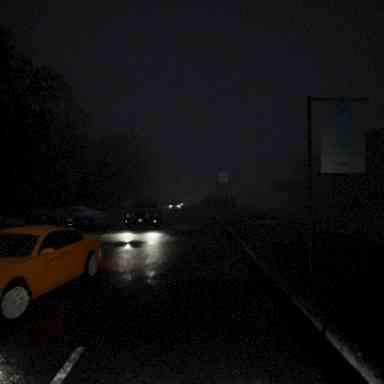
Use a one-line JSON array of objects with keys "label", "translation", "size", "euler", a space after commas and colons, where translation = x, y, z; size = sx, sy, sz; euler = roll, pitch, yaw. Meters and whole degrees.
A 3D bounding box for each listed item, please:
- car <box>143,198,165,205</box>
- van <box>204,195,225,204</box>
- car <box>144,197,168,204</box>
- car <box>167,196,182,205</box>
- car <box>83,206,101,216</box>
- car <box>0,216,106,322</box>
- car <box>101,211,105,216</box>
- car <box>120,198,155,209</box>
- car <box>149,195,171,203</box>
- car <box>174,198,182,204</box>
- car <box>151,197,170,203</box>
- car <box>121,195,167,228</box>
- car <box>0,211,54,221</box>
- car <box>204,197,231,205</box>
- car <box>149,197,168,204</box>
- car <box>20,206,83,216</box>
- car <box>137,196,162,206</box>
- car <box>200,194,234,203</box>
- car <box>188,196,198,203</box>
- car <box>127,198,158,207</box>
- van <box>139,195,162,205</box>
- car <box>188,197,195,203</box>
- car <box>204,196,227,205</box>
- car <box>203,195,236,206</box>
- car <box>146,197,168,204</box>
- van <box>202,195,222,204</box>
[{"label": "car", "translation": [-8.416, 2.019, 73.717], "size": [4.674, 1.452, 2.002], "euler": [-1, -1, 0]}, {"label": "van", "translation": [4.780, 1.568, 71.036], "size": [4.442, 1.987, 1.878], "euler": [-1, -1, 0]}, {"label": "car", "translation": [-8.240, 2.010, 76.503], "size": [5.366, 1.575, 1.946], "euler": [-1, -1, 0]}, {"label": "car", "translation": [-3.341, 1.684, 64.837], "size": [2.097, 1.767, 4.553], "euler": [-1, -1, 0]}, {"label": "car", "translation": [-8.367, 1.649, 19.809], "size": [5.008, 1.535, 2.097], "euler": [-1, 0, 0]}, {"label": "car", "translation": [-3.818, 1.547, 7.706], "size": [1.882, 1.535, 5.008], "euler": [0, -1, 8]}, {"label": "car", "translation": [-8.361, 1.699, 22.958], "size": [4.674, 1.452, 2.002], "euler": [-1, 0, 0]}, {"label": "car", "translation": [-8.381, 1.755, 51.443], "size": [5.008, 1.535, 2.097], "euler": [-1, 0, 0]}, {"label": "car", "translation": [-8.431, 1.907, 87.645], "size": [5.566, 2.045, 2.435], "euler": [-1, -1, 0]}, {"label": "car", "translation": [-3.352, 2.110, 81.006], "size": [1.895, 1.301, 4.718], "euler": [-1, -1, 0]}, {"label": "car", "translation": [-8.459, 2.199, 90.428], "size": [5.008, 1.535, 2.097], "euler": [-1, -1, 0]}, {"label": "car", "translation": [-3.282, 1.452, 23.834], "size": [2.150, 2.045, 5.566], "euler": [-1, 0, 0]}, {"label": "car", "translation": [-8.352, 1.669, 13.260], "size": [4.674, 1.452, 2.002], "euler": [-1, 0, 0]}, {"label": "car", "translation": [4.675, 1.696, 62.624], "size": [4.892, 1.521, 2.231], "euler": [-1, -1, 0]}, {"label": "car", "translation": [-8.477, 2.152, 84.858], "size": [4.792, 1.488, 2.163], "euler": [-1, -1, 0]}, {"label": "car", "translation": [-8.353, 1.640, 16.536], "size": [4.892, 1.521, 2.231], "euler": [-1, 0, 0]}, {"label": "car", "translation": [-8.372, 1.749, 65.367], "size": [4.553, 1.767, 2.185], "euler": [-1, -1, 0]}, {"label": "car", "translation": [4.656, 1.393, 57.022], "size": [5.566, 2.045, 2.435], "euler": [-1, -1, 0]}, {"label": "car", "translation": [-0.101, 2.087, 80.617], "size": [1.895, 1.301, 4.718], "euler": [-1, -1, 0]}, {"label": "car", "translation": [-8.396, 1.792, 57.011], "size": [5.008, 1.535, 2.097], "euler": [-1, 0, 0]}, {"label": "van", "translation": [-8.526, 1.683, 68.149], "size": [4.442, 1.987, 1.878], "euler": [-1, -1, 0]}, {"label": "car", "translation": [-0.130, 2.137, 90.613], "size": [2.033, 1.411, 5.357], "euler": [-1, -1, 0]}, {"label": "car", "translation": [4.702, 1.633, 68.231], "size": [4.553, 1.767, 2.185], "euler": [-1, -1, 0]}, {"label": "car", "translation": [4.696, 1.624, 54.219], "size": [4.892, 1.521, 2.231], "euler": [-1, 0, 0]}, {"label": "car", "translation": [-8.428, 2.050, 79.289], "size": [5.008, 1.535, 2.097], "euler": [-1, -1, 0]}, {"label": "van", "translation": [4.534, 1.642, 76.642], "size": [4.442, 1.987, 1.878], "euler": [-1, -1, 0]}]
